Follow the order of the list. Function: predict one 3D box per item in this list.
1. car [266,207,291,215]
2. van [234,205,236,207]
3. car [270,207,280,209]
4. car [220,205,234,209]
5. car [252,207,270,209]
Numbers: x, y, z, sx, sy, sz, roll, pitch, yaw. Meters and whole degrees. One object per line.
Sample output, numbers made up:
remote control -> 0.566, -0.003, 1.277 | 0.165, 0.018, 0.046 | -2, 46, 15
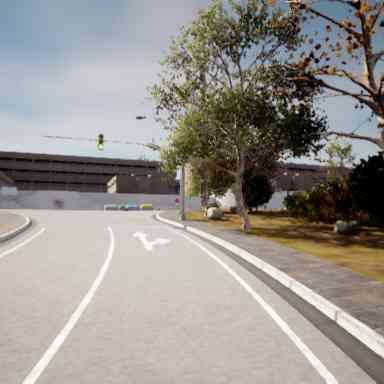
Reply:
car -> 19.191, 4.219, 74.207 | 2.097, 1.535, 5.008 | 5, -8, -41
van -> 8.155, 3.731, 69.805 | 1.878, 1.987, 4.442 | 5, -8, -41
car -> 16.415, 4.154, 73.111 | 2.231, 1.521, 4.892 | 4, -8, -41
car -> 5.426, 3.885, 68.648 | 1.946, 1.575, 5.366 | 5, -8, -41
car -> 13.511, 4.103, 72.171 | 1.946, 1.575, 5.366 | 4, -8, -41
